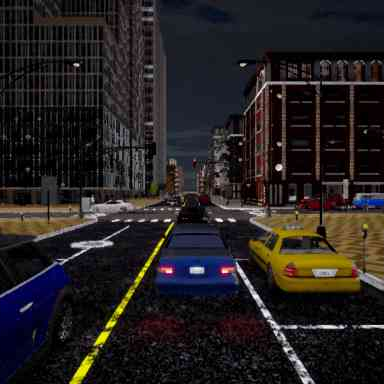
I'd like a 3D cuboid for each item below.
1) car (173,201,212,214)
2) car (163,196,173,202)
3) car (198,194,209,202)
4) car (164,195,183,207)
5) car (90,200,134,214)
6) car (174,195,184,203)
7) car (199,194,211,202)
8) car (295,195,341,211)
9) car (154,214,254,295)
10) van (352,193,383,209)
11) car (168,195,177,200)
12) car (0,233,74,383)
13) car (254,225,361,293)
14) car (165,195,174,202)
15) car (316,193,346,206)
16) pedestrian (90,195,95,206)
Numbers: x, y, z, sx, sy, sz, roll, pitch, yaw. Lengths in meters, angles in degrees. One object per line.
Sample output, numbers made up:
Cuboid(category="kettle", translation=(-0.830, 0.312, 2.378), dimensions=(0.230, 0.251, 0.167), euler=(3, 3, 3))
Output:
Cuboid(category="car", translation=(0.081, 1.504, 18.622), dimensions=(1.837, 1.490, 4.892), euler=(0, 0, 0))
Cuboid(category="car", translation=(-5.327, 1.555, 74.564), dimensions=(2.008, 1.369, 4.403), euler=(0, 0, 0))
Cuboid(category="car", translation=(2.553, 1.319, 74.565), dimensions=(2.192, 1.841, 5.009), euler=(0, 0, 0))
Cuboid(category="car", translation=(-2.851, 1.493, 51.221), dimensions=(2.128, 1.511, 4.902), euler=(0, 0, 0))
Cuboid(category="car", translation=(-8.641, 1.617, 36.204), dimensions=(4.674, 1.442, 1.812), euler=(-1, 0, -1))
Cuboid(category="car", translation=(-2.760, 1.482, 71.334), dimensions=(1.882, 1.535, 5.008), euler=(0, 0, 0))
Cuboid(category="car", translation=(2.555, 1.318, 63.379), dimensions=(2.192, 1.841, 5.009), euler=(0, 0, 0))
Cuboid(category="car", translation=(13.496, 1.370, 36.471), dimensions=(4.181, 1.385, 1.994), euler=(-1, 0, 0))
Cuboid(category="car", translation=(0.096, 1.547, 8.881), dimensions=(2.033, 1.411, 5.357), euler=(0, 0, 0))
Cuboid(category="van", translation=(20.964, 1.050, 38.986), dimensions=(3.998, 1.788, 1.690), euler=(-1, 1, -1))
Cuboid(category="car", translation=(-5.329, 1.557, 91.343), dimensions=(2.008, 1.369, 4.403), euler=(0, 0, 0))
Cuboid(category="car", translation=(-2.847, 1.352, 3.184), dimensions=(2.097, 1.767, 4.553), euler=(0, 0, 0))
Cuboid(category="car", translation=(2.563, 1.525, 8.732), dimensions=(1.752, 1.417, 4.829), euler=(0, 0, 0))
Cuboid(category="car", translation=(-5.328, 1.549, 80.157), dimensions=(1.887, 1.381, 4.507), euler=(0, 0, 0))
Cuboid(category="car", translation=(15.308, 1.094, 38.925), dimensions=(5.009, 1.841, 2.192), euler=(-1, 1, -1))
Cuboid(category="pedestrian", translation=(-12.354, 1.270, 41.567), dimensions=(0.375, 1.860, 0.375), euler=(0, 1, -1))
